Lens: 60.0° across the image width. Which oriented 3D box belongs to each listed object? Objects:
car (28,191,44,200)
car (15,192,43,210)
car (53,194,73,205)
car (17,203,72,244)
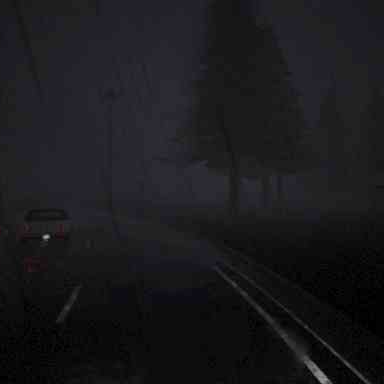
[{"bbox_3d":[-28.141,0.875,60.489,1.895,1.301,4.718,-1,1,-30],"label":"car"},{"bbox_3d":[-16.369,1.079,33.016,1.882,1.535,5.008,-1,1,-30],"label":"car"},{"bbox_3d":[-16.774,0.986,43.073,1.812,1.442,4.674,-1,1,-30],"label":"car"},{"bbox_3d":[-6.499,1.414,14.987,1.895,1.301,4.718,-1,1,-22],"label":"car"}]
